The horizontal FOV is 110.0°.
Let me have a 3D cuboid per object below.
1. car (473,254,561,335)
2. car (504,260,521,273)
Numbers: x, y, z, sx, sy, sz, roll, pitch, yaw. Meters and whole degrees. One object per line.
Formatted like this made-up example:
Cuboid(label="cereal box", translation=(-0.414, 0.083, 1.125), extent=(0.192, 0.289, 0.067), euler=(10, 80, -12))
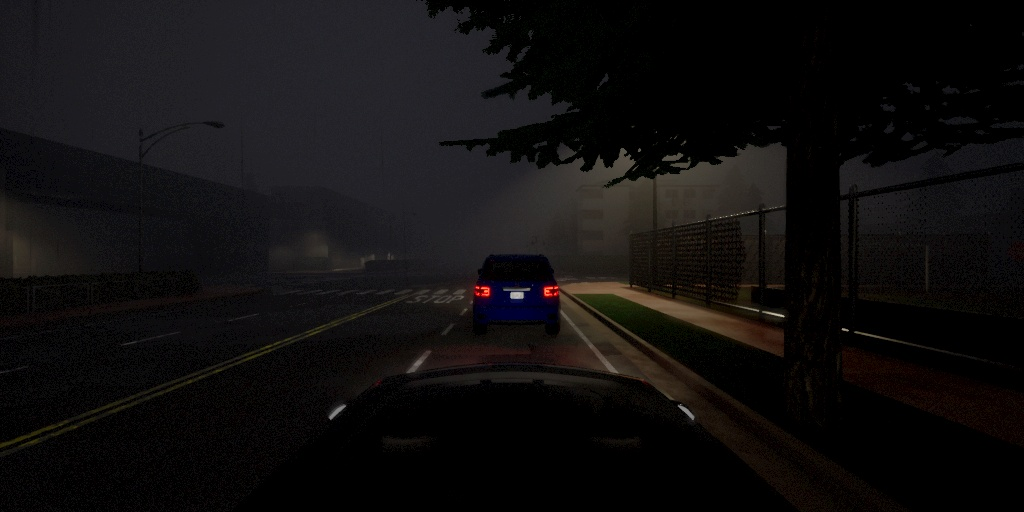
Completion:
Cuboid(label="car", translation=(0.116, 0.972, 10.689), extent=(2.150, 2.045, 5.566), euler=(0, 0, 0))
Cuboid(label="car", translation=(0.029, 1.242, 45.564), extent=(2.128, 1.511, 4.902), euler=(0, 0, 0))
